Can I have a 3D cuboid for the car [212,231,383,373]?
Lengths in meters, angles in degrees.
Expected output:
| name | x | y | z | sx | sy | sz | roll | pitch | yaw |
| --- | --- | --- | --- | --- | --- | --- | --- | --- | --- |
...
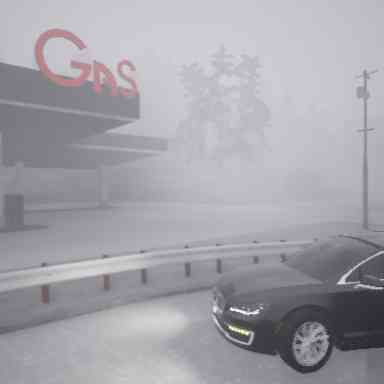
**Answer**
| name | x | y | z | sx | sy | sz | roll | pitch | yaw |
| --- | --- | --- | --- | --- | --- | --- | --- | --- | --- |
| car | 2.742 | 1.395 | 5.035 | 4.892 | 1.490 | 1.837 | -1 | -1 | -7 |
